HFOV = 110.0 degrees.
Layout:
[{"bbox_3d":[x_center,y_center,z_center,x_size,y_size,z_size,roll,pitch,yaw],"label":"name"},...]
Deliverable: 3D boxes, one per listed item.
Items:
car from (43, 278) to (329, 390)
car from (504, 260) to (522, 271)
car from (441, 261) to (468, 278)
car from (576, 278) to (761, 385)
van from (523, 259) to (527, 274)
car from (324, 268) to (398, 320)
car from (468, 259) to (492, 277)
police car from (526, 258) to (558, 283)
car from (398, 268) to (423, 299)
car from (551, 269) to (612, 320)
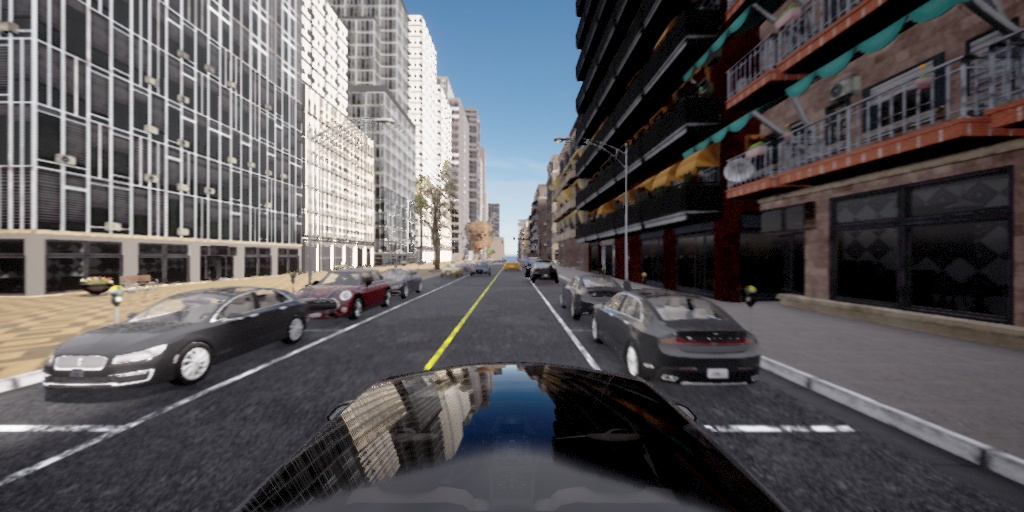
[{"bbox_3d":[-5.691,1.298,6.870,2.007,1.370,4.403,0,0,0],"label":"car"},{"bbox_3d":[0.013,1.227,48.191,1.882,1.535,5.008,0,0,0],"label":"car"},{"bbox_3d":[-5.689,1.269,34.362,1.751,1.417,4.829,0,0,0],"label":"car"},{"bbox_3d":[2.690,1.299,6.869,2.007,1.370,4.403,0,0,0],"label":"car"},{"bbox_3d":[2.691,1.089,45.596,1.690,1.789,3.998,0,0,0],"label":"van"},{"bbox_3d":[-5.691,1.185,12.403,1.967,1.591,4.097,0,0,0],"label":"car"},{"bbox_3d":[-3.088,1.308,36.068,1.994,1.385,4.181,0,0,0],"label":"car"},{"bbox_3d":[2.368,1.169,27.778,1.930,1.638,5.238,0,0,0],"label":"police car"},{"bbox_3d":[-5.691,1.294,17.934,2.007,1.370,4.403,0,0,0],"label":"car"},{"bbox_3d":[2.690,1.297,12.402,2.007,1.370,4.403,0,0,0],"label":"car"}]
